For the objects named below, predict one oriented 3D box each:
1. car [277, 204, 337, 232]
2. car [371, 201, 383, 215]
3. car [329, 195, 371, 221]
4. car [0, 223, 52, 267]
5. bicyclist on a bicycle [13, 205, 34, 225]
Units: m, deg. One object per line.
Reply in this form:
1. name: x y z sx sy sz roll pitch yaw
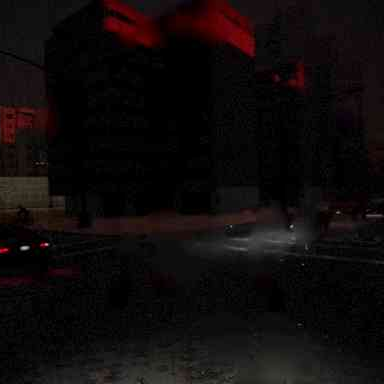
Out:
1. car: 6.927 1.611 20.180 1.895 1.301 4.718 -2 -1 39
2. car: 19.175 1.660 35.490 1.994 1.385 4.181 -2 -2 39
3. car: 12.959 1.245 27.775 2.150 2.045 5.566 -2 -2 38
4. car: -7.103 1.853 11.950 5.357 1.411 2.033 -2 0 40
5. bicyclist on a bicycle: -13.663 1.907 26.920 0.582 1.620 1.656 -2 0 40
